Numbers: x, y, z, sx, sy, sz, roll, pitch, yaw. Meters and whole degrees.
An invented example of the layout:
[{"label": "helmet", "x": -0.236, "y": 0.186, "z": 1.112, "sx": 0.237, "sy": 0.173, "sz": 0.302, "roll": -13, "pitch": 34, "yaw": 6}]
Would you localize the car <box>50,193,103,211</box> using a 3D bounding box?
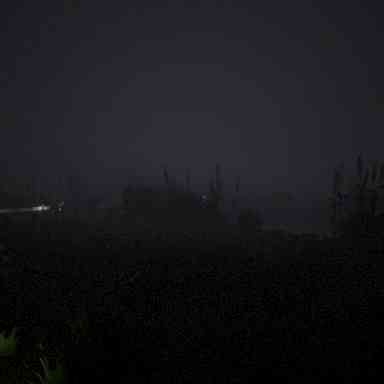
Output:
[{"label": "car", "x": -10.527, "y": 0.960, "z": 30.377, "sx": 2.097, "sy": 1.767, "sz": 4.553, "roll": 0, "pitch": 3, "yaw": 40}]
